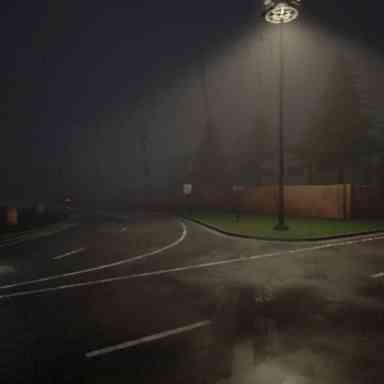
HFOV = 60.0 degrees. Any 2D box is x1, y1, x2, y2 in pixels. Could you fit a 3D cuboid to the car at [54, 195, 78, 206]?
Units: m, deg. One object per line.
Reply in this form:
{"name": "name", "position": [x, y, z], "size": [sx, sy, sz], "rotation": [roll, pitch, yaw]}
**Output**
{"name": "car", "position": [-17.793, 1.219, 46.918], "size": [4.674, 1.442, 1.812], "rotation": [0, 1, 44]}
